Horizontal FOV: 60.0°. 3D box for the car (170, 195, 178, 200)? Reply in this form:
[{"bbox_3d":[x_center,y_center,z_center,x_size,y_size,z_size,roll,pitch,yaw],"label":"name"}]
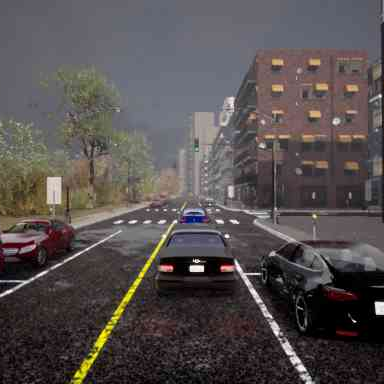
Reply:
[{"bbox_3d":[-5.241,1.626,94.881,2.008,1.369,4.403,1,0,0],"label":"car"}]

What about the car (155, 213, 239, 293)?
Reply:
[{"bbox_3d":[0.106,1.550,9.022,2.033,1.411,5.357,0,0,0],"label":"car"}]

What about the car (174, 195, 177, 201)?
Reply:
[{"bbox_3d":[-5.249,1.609,83.528,2.008,1.369,4.403,1,0,0],"label":"car"}]

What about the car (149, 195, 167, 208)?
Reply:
[{"bbox_3d":[-5.272,1.567,49.472,1.887,1.381,4.507,1,0,0],"label":"car"}]

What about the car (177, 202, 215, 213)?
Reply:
[{"bbox_3d":[0.137,1.530,18.843,1.812,1.442,4.674,0,0,1],"label":"car"}]

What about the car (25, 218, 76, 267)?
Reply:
[{"bbox_3d":[-5.299,1.585,11.357,1.802,1.307,4.206,1,0,0],"label":"car"}]

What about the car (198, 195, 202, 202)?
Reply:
[{"bbox_3d":[2.620,1.621,67.319,1.802,1.307,4.206,1,0,0],"label":"car"}]

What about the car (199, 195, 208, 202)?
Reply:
[{"bbox_3d":[2.629,1.492,78.686,1.967,1.590,4.097,1,0,0],"label":"car"}]

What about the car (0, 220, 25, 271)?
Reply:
[{"bbox_3d":[-5.301,1.316,5.702,2.192,1.841,5.009,1,0,0],"label":"car"}]

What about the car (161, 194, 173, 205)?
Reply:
[{"bbox_3d":[-5.262,1.347,60.824,2.192,1.841,5.009,1,0,0],"label":"car"}]

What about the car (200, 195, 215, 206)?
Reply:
[{"bbox_3d":[2.608,1.574,50.270,2.008,1.369,4.403,1,0,0],"label":"car"}]

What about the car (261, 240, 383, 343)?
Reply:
[{"bbox_3d":[2.578,1.567,6.453,1.947,1.339,4.313,1,0,0],"label":"car"}]
